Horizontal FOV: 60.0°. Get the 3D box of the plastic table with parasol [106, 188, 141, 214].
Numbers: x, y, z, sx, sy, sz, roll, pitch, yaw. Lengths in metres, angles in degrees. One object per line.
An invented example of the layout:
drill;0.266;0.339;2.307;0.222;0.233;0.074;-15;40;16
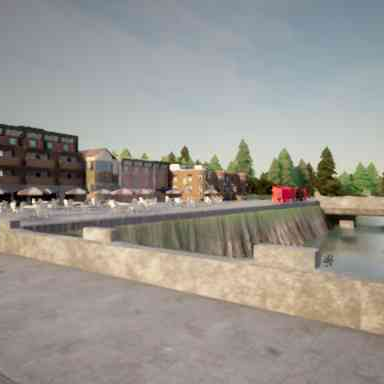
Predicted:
plastic table with parasol;-6.928;0.864;33.737;2.482;2.480;2.482;0;0;35
